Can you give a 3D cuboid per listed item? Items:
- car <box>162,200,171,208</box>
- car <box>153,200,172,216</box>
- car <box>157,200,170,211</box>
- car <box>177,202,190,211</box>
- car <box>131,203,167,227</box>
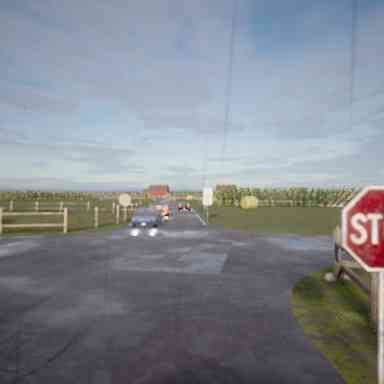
[{"bbox_3d":[-5.022,2.258,65.616,1.812,1.442,4.674,0,-1,-4],"label":"car"},{"bbox_3d":[-3.619,1.751,36.980,2.097,1.767,4.553,0,-1,-2],"label":"car"},{"bbox_3d":[-4.191,2.042,49.981,1.837,1.490,4.892,0,-1,-3],"label":"car"},{"bbox_3d":[-1.259,2.137,50.175,1.895,1.301,4.718,0,-1,-3],"label":"car"},{"bbox_3d":[-3.315,1.818,25.246,2.033,1.411,5.357,0,-1,0],"label":"car"}]
